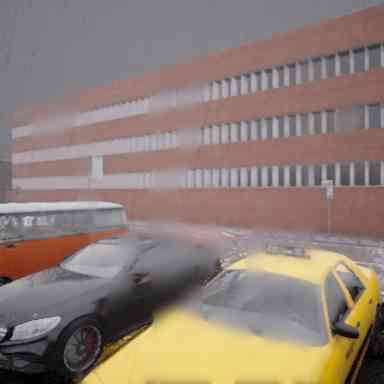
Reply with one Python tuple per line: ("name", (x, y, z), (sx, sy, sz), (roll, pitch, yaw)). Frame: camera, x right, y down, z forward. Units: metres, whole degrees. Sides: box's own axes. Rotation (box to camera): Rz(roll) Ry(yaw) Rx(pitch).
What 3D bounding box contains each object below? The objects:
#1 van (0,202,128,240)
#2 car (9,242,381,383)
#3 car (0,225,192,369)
("van", (-3.517, 1.224, 7.342), (1.878, 1.987, 4.442), (0, 0, 35))
("car", (1.049, 1.471, 4.014), (1.946, 1.575, 5.366), (0, 0, 35))
("car", (-1.145, 1.502, 5.804), (2.002, 1.452, 4.674), (0, 0, 35))
